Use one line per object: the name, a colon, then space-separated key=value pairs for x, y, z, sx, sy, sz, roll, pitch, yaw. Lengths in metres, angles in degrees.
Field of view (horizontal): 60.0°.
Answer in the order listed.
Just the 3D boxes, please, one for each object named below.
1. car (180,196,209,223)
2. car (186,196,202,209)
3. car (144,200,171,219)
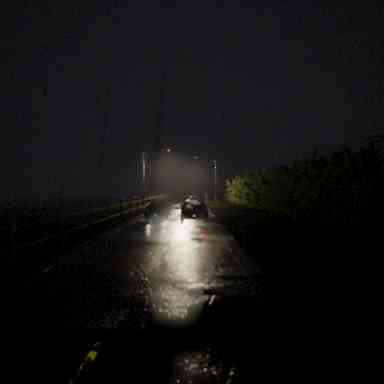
car: x=0.152 y=1.290 z=23.608 sx=2.128 sy=1.511 sz=4.902 roll=0 pitch=0 yaw=0
car: x=0.192 y=1.190 z=39.579 sx=1.812 sy=1.442 sz=4.674 roll=0 pitch=0 yaw=0
car: x=-2.685 y=1.332 z=27.280 sx=2.033 sy=1.411 sz=5.357 roll=0 pitch=0 yaw=0
